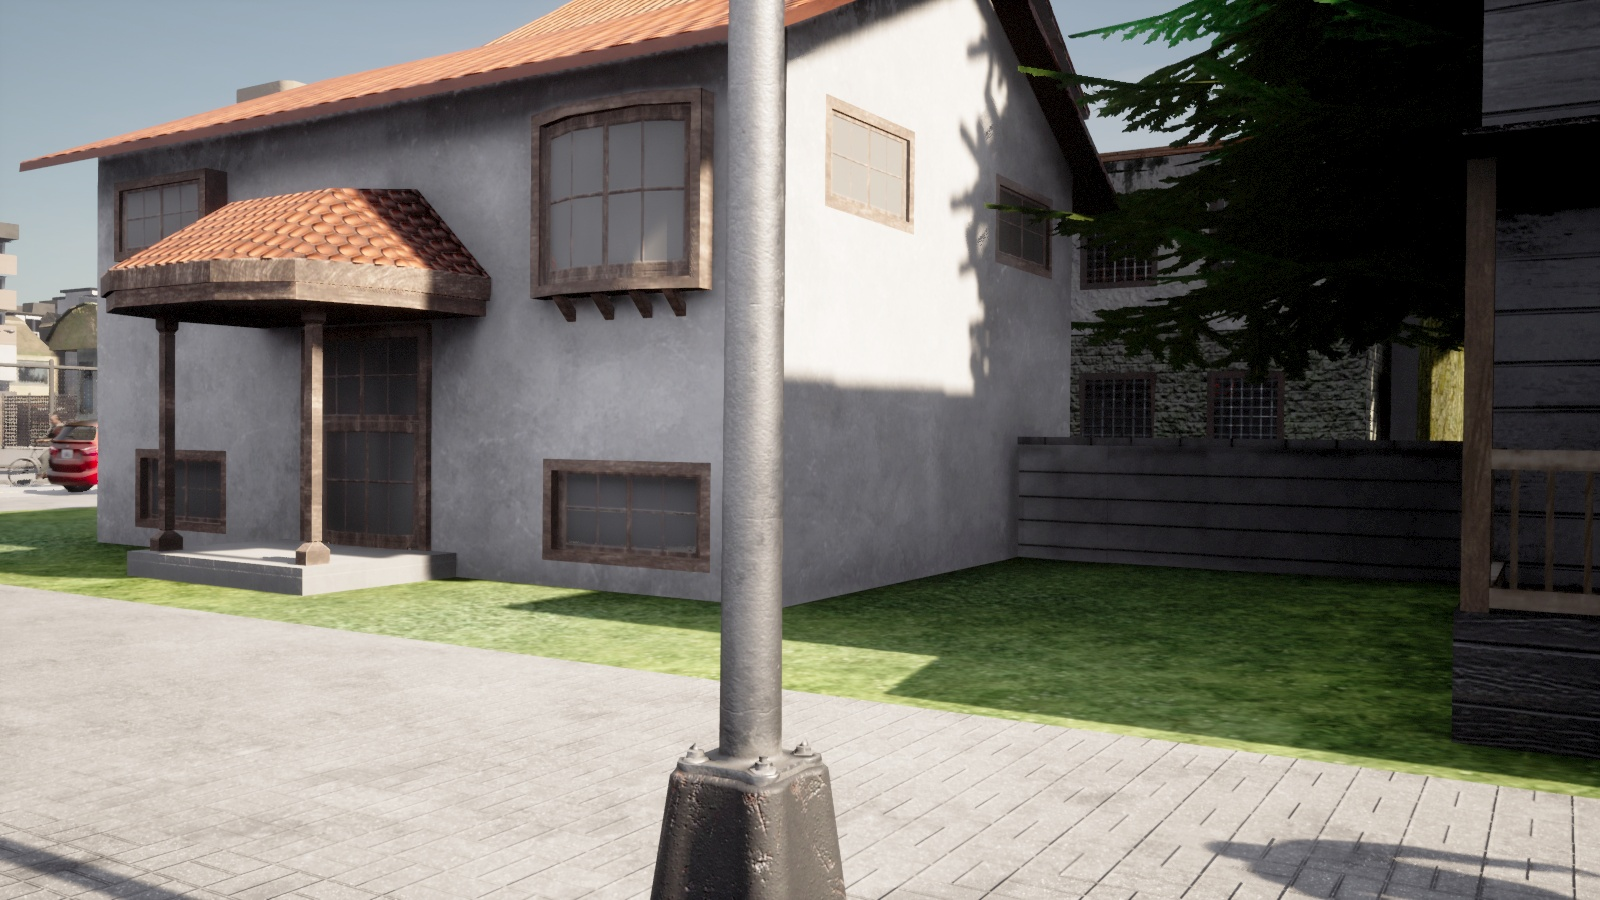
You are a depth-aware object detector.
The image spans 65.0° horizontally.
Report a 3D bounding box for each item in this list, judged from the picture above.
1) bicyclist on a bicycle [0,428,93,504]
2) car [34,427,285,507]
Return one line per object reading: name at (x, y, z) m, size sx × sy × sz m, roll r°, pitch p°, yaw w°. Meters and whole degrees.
bicyclist on a bicycle at (-18.193, 0.353, 30.313) m, size 0.659 × 1.776 × 1.843 m, roll 0°, pitch 1°, yaw 32°
car at (-14.508, 0.316, 28.719) m, size 2.242 × 1.667 × 4.611 m, roll 0°, pitch 1°, yaw 31°
